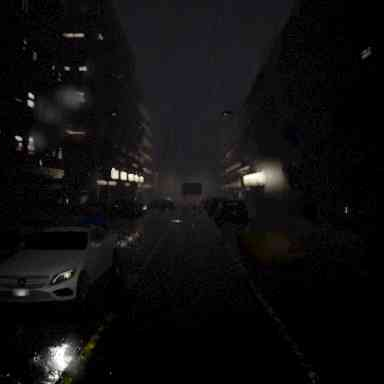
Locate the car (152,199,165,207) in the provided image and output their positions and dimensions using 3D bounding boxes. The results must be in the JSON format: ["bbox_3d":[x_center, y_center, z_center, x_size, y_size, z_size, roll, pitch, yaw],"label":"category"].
[{"bbox_3d":[-5.718,1.869,56.793,1.802,1.307,4.206,-1,0,0],"label":"car"}]

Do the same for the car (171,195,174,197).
[{"bbox_3d":[-5.726,1.952,79.201,2.008,1.369,4.403,-1,0,0],"label":"car"}]

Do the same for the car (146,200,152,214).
[{"bbox_3d":[-5.719,1.724,34.386,2.008,1.369,4.403,-1,0,0],"label":"car"}]

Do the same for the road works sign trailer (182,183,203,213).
[{"bbox_3d":[-0.010,0.667,40.213,2.380,3.560,2.880,0,0,1],"label":"road works sign trailer"}]

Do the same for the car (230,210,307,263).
[{"bbox_3d":[2.676,1.587,12.122,1.752,1.417,4.829,-1,0,0],"label":"car"}]

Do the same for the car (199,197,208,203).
[{"bbox_3d":[2.654,1.967,79.175,1.947,1.339,4.313,-1,0,0],"label":"car"}]

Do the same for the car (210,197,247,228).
[{"bbox_3d":[2.669,1.432,23.157,2.192,1.841,5.009,-1,0,0],"label":"car"}]

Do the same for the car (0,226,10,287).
[{"bbox_3d":[-5.671,1.473,6.376,1.967,1.590,4.097,-1,0,0],"label":"car"}]

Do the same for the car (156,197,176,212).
[{"bbox_3d":[-3.106,1.766,43.311,2.033,1.411,5.357,0,0,0],"label":"car"}]

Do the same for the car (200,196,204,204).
[{"bbox_3d":[2.662,1.545,45.565,2.192,1.841,5.009,-1,0,0],"label":"car"}]

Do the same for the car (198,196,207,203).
[{"bbox_3d":[2.651,1.870,84.778,1.967,1.590,4.097,-1,0,0],"label":"car"}]

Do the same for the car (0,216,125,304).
[{"bbox_3d":[-3.105,1.568,8.370,1.812,1.442,4.674,0,0,0],"label":"car"}]

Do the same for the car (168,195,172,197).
[{"bbox_3d":[-5.722,1.895,67.998,2.008,1.369,4.403,-1,0,0],"label":"car"}]

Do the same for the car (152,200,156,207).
[{"bbox_3d":[-5.717,1.840,51.191,1.802,1.307,4.206,-1,0,0],"label":"car"}]

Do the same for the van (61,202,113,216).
[{"bbox_3d":[-5.676,1.430,17.580,1.690,1.788,3.998,-1,0,0],"label":"van"}]

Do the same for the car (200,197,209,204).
[{"bbox_3d":[2.656,1.899,73.743,1.752,1.417,4.829,-1,0,0],"label":"car"}]

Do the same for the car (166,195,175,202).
[{"bbox_3d":[-5.733,1.774,90.407,2.192,1.841,5.009,-1,0,0],"label":"car"}]

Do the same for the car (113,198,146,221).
[{"bbox_3d":[-5.703,1.460,28.785,2.192,1.841,5.009,-1,0,0],"label":"car"}]

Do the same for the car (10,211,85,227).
[{"bbox_3d":[-5.671,1.611,11.977,2.008,1.369,4.403,-1,0,0],"label":"car"}]

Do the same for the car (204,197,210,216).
[{"bbox_3d":[2.665,1.488,34.361,2.192,1.841,5.009,-1,0,0],"label":"car"}]
